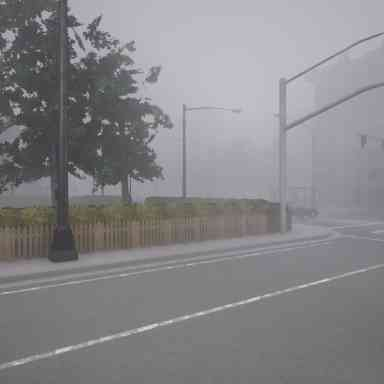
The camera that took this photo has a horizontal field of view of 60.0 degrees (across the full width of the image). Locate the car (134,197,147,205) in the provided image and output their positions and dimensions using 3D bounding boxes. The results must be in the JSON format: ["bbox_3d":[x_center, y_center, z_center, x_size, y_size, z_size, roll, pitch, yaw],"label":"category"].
[{"bbox_3d":[-8.043,1.528,54.509,1.812,1.442,4.674,0,0,-35],"label":"car"}]

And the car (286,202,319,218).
[{"bbox_3d":[8.953,1.601,29.941,1.895,1.301,4.718,0,0,-35],"label":"car"}]

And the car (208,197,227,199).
[{"bbox_3d":[3.299,1.356,38.065,2.097,1.767,4.553,0,0,-35],"label":"car"}]
